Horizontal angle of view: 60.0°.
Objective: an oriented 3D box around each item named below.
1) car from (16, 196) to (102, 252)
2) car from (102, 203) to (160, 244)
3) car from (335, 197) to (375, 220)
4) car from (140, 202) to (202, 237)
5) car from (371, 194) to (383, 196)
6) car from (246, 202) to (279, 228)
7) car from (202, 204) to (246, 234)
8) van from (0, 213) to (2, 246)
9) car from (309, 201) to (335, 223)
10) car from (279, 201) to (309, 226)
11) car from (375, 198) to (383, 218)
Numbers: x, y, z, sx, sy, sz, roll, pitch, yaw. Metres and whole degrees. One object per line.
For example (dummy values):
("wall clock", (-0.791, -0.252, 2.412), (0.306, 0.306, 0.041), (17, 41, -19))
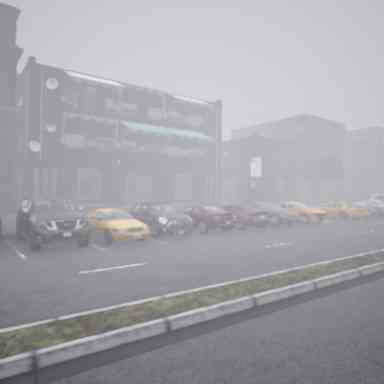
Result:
("car", (-6.213, 1.226, 14.588), (2.435, 2.045, 5.566), (0, 0, -35))
("car", (-3.854, 1.471, 16.074), (1.946, 1.575, 5.366), (0, 0, -35))
("car", (11.791, 1.423, 27.644), (1.946, 1.575, 5.366), (0, 0, -35))
("car", (-1.814, 1.343, 17.789), (2.185, 1.767, 4.553), (0, 0, -35))
("car", (20.868, 1.229, 33.831), (2.435, 2.045, 5.566), (1, 0, -35))
("car", (2.719, 1.483, 21.007), (2.163, 1.488, 4.792), (0, 0, -35))
("car", (0.473, 1.461, 19.369), (2.097, 1.535, 5.008), (0, 0, -35))
("van", (-8.663, 1.253, 13.030), (1.878, 1.987, 4.442), (0, 0, -35))
("car", (7.366, 1.436, 24.279), (2.097, 1.535, 5.008), (0, 0, -35))
("car", (4.998, 1.446, 22.598), (2.231, 1.521, 4.892), (0, 0, -35))
("car", (14.155, 1.468, 29.099), (2.002, 1.452, 4.674), (0, 0, -35))
